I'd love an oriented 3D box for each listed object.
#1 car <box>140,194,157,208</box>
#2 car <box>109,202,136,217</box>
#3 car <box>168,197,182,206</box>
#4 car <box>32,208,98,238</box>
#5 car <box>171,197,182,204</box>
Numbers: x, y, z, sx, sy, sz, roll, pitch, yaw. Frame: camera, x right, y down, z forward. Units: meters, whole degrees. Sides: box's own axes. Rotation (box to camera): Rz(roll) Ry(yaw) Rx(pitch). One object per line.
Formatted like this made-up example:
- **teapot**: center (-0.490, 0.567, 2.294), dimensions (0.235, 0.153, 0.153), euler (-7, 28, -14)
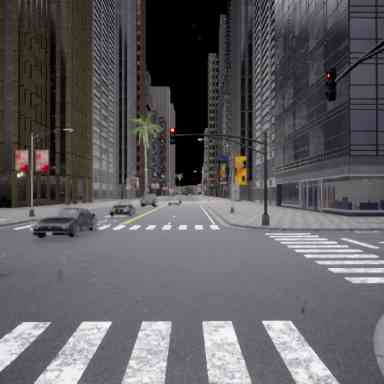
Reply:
- **car**: center (-6.667, 1.364, 51.661), dimensions (2.150, 2.045, 5.566), euler (0, 0, 0)
- **car**: center (-6.649, 1.636, 32.335), dimensions (1.994, 1.385, 4.181), euler (0, 0, 0)
- **car**: center (-3.244, 1.781, 59.890), dimensions (1.895, 1.301, 4.718), euler (0, 0, 0)
- **car**: center (-6.626, 1.581, 18.097), dimensions (2.033, 1.411, 5.357), euler (0, 0, 0)
- **car**: center (-3.259, 1.788, 69.786), dimensions (1.994, 1.385, 4.181), euler (0, 0, 0)
